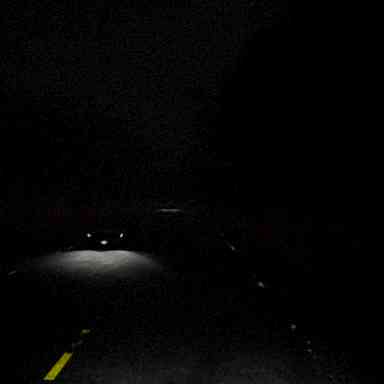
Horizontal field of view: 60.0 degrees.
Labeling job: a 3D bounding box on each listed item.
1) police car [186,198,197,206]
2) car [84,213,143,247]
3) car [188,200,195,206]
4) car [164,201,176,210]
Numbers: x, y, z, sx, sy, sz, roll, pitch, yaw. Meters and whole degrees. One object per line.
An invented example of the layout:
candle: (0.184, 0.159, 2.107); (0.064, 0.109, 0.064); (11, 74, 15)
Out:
police car: (0.178, 2.720, 82.427); (1.930, 1.638, 5.238); (0, -1, -1)
car: (-3.615, 1.729, 16.350); (2.033, 1.411, 5.357); (0, -1, 0)
car: (-0.098, 2.976, 92.514); (1.801, 1.575, 5.366); (-1, -1, -2)
car: (-3.952, 2.363, 59.435); (1.812, 1.442, 4.674); (0, -1, 0)
